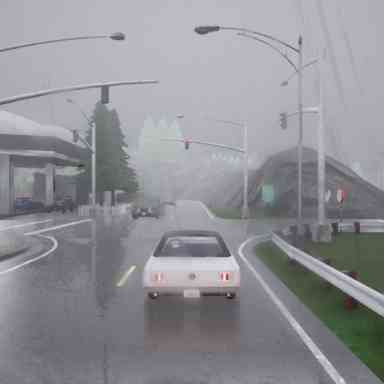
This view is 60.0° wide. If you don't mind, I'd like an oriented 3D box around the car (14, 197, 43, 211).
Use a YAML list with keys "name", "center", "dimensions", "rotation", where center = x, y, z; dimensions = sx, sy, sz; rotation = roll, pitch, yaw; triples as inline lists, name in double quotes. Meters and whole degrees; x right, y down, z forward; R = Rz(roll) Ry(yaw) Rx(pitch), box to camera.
- name: "car"
  center: [-20.232, 1.480, 41.228]
  dimensions: [2.242, 1.667, 4.611]
  rotation: [0, 0, -1]

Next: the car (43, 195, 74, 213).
- name: "car"
  center: [-14.526, 1.312, 36.950]
  dimensions: [1.905, 1.878, 3.866]
  rotation: [0, 0, -1]

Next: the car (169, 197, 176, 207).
- name: "car"
  center: [-3.496, 1.537, 52.068]
  dimensions: [2.033, 1.411, 5.357]
  rotation: [0, 0, 0]

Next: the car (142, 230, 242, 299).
- name: "car"
  center: [0.001, 1.601, 8.392]
  dimensions: [1.895, 1.301, 4.718]
  rotation: [0, 0, 0]

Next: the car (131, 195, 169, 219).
- name: "car"
  center: [-3.579, 1.305, 28.443]
  dimensions: [2.150, 2.045, 5.566]
  rotation: [0, 1, 3]
